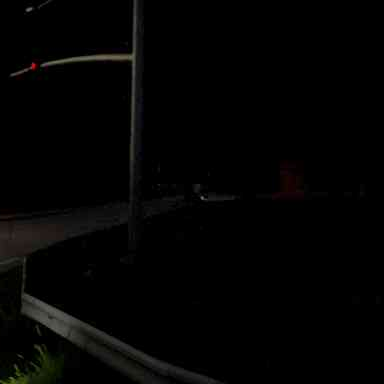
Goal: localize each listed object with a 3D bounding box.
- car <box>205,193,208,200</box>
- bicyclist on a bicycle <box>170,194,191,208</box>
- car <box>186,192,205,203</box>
[{"bbox_3d":[1.888,0.824,61.140,1.837,1.490,4.892,1,1,9],"label":"car"},{"bbox_3d":[-0.652,0.951,24.906,1.656,1.620,0.582,33,4,6],"label":"bicyclist on a bicycle"},{"bbox_3d":[0.264,0.914,51.065,2.128,1.511,4.902,1,1,9],"label":"car"}]
